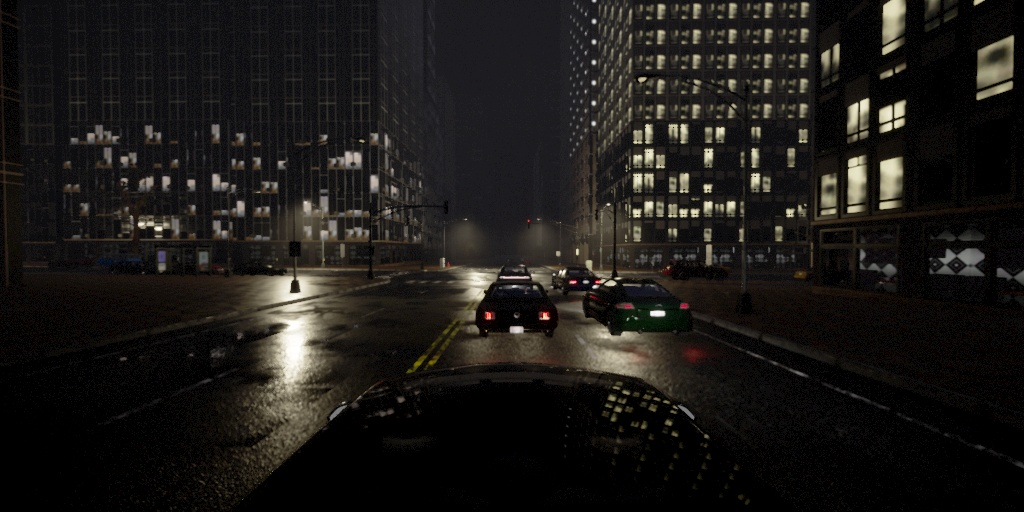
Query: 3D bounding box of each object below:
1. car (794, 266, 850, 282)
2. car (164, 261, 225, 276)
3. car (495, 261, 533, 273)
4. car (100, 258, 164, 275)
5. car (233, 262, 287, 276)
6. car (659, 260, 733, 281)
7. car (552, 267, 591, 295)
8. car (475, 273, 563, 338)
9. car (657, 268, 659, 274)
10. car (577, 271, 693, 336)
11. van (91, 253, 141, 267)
[{"bbox_3d":[27.682,1.576,31.521,4.829,1.417,1.751,0,0,1],"label":"car"},{"bbox_3d":[-28.374,1.135,32.460,4.207,1.307,1.802,0,0,1],"label":"car"},{"bbox_3d":[0.124,1.231,19.401,2.128,1.511,4.902,0,0,0],"label":"car"},{"bbox_3d":[-34.054,1.067,32.641,4.313,1.339,1.948,0,0,1],"label":"car"},{"bbox_3d":[-22.690,1.171,32.318,4.313,1.339,1.948,0,0,1],"label":"car"},{"bbox_3d":[16.234,1.266,31.735,5.009,1.841,2.192,0,0,1],"label":"car"},{"bbox_3d":[3.409,1.287,19.601,2.033,1.411,5.357,0,0,-3],"label":"car"},{"bbox_3d":[0.111,1.347,10.145,1.895,1.301,4.718,0,0,0],"label":"car"},{"bbox_3d":[17.397,1.431,37.492,4.181,1.385,1.994,0,1,1],"label":"car"},{"bbox_3d":[3.370,1.310,10.371,1.994,1.385,4.181,0,0,-1],"label":"car"},{"bbox_3d":[-45.233,0.602,41.317,3.998,1.789,1.690,0,0,1],"label":"van"}]
